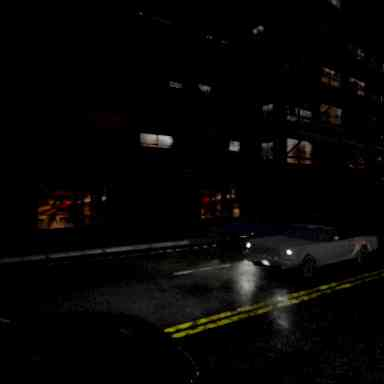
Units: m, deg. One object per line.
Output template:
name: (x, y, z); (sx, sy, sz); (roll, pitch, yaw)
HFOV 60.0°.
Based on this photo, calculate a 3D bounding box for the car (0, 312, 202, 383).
car: (-2.116, 1.488, 1.931); (4.902, 1.511, 2.128); (0, 0, -35)

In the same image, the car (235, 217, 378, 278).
car: (3.819, 1.647, 10.451); (4.718, 1.301, 1.895); (0, 0, -36)

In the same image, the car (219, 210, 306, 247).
car: (3.393, 1.534, 14.168); (5.008, 1.535, 1.882); (0, 0, -36)
